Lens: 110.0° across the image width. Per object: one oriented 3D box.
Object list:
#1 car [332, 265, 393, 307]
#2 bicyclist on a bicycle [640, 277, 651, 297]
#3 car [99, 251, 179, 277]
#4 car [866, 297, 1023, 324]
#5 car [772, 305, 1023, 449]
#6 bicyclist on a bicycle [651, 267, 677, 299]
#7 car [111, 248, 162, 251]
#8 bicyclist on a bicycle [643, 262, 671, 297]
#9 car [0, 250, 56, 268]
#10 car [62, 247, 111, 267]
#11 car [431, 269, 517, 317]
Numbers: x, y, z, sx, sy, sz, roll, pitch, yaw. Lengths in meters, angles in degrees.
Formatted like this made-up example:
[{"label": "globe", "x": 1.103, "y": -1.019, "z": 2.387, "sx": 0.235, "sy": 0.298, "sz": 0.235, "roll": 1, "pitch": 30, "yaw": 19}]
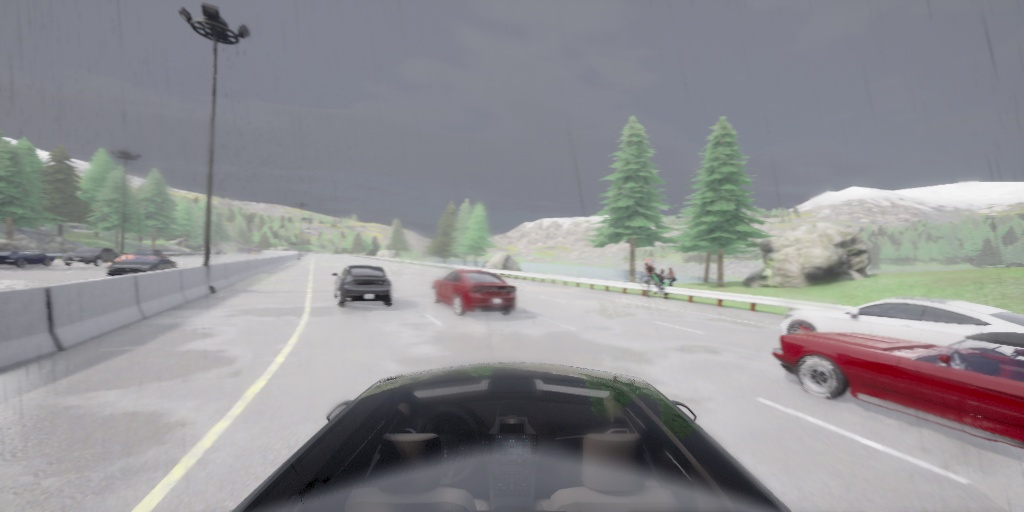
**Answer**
[{"label": "car", "x": -6.041, "y": 1.108, "z": 14.468, "sx": 1.837, "sy": 1.490, "sz": 4.892, "roll": 3, "pitch": -1, "yaw": -28}, {"label": "bicyclist on a bicycle", "x": 8.268, "y": 1.485, "z": 20.628, "sx": 1.656, "sy": 1.620, "sz": 0.582, "roll": 48, "pitch": -7, "yaw": -12}, {"label": "car", "x": -22.422, "y": 0.614, "z": 22.066, "sx": 2.033, "sy": 1.411, "sz": 5.357, "roll": 2, "pitch": 0, "yaw": -28}, {"label": "car", "x": 8.473, "y": 1.601, "z": 7.597, "sx": 1.812, "sy": 1.442, "sz": 4.674, "roll": 3, "pitch": 0, "yaw": -20}, {"label": "car", "x": 6.021, "y": 1.574, "z": 4.310, "sx": 1.895, "sy": 1.301, "sz": 4.718, "roll": 2, "pitch": 0, "yaw": -18}, {"label": "bicyclist on a bicycle", "x": 8.640, "y": 1.456, "z": 19.663, "sx": 1.656, "sy": 1.620, "sz": 0.582, "roll": 20, "pitch": -10, "yaw": -34}, {"label": "car", "x": -30.691, "y": 0.168, "z": 29.929, "sx": 2.097, "sy": 1.767, "sz": 4.553, "roll": 2, "pitch": 0, "yaw": -29}, {"label": "bicyclist on a bicycle", "x": 7.601, "y": 1.036, "z": 19.258, "sx": 0.582, "sy": 1.620, "sz": 1.656, "roll": -32, "pitch": -2, "yaw": 20}, {"label": "car", "x": -37.032, "y": 0.181, "z": 26.933, "sx": 1.895, "sy": 1.301, "sz": 4.718, "roll": 2, "pitch": 0, "yaw": -29}, {"label": "car", "x": -34.448, "y": -0.011, "z": 29.527, "sx": 1.837, "sy": 1.490, "sz": 4.892, "roll": 2, "pitch": 0, "yaw": -29}, {"label": "car", "x": -1.588, "y": 1.230, "z": 13.430, "sx": 1.882, "sy": 1.535, "sz": 5.008, "roll": 3, "pitch": 0, "yaw": -27}]
